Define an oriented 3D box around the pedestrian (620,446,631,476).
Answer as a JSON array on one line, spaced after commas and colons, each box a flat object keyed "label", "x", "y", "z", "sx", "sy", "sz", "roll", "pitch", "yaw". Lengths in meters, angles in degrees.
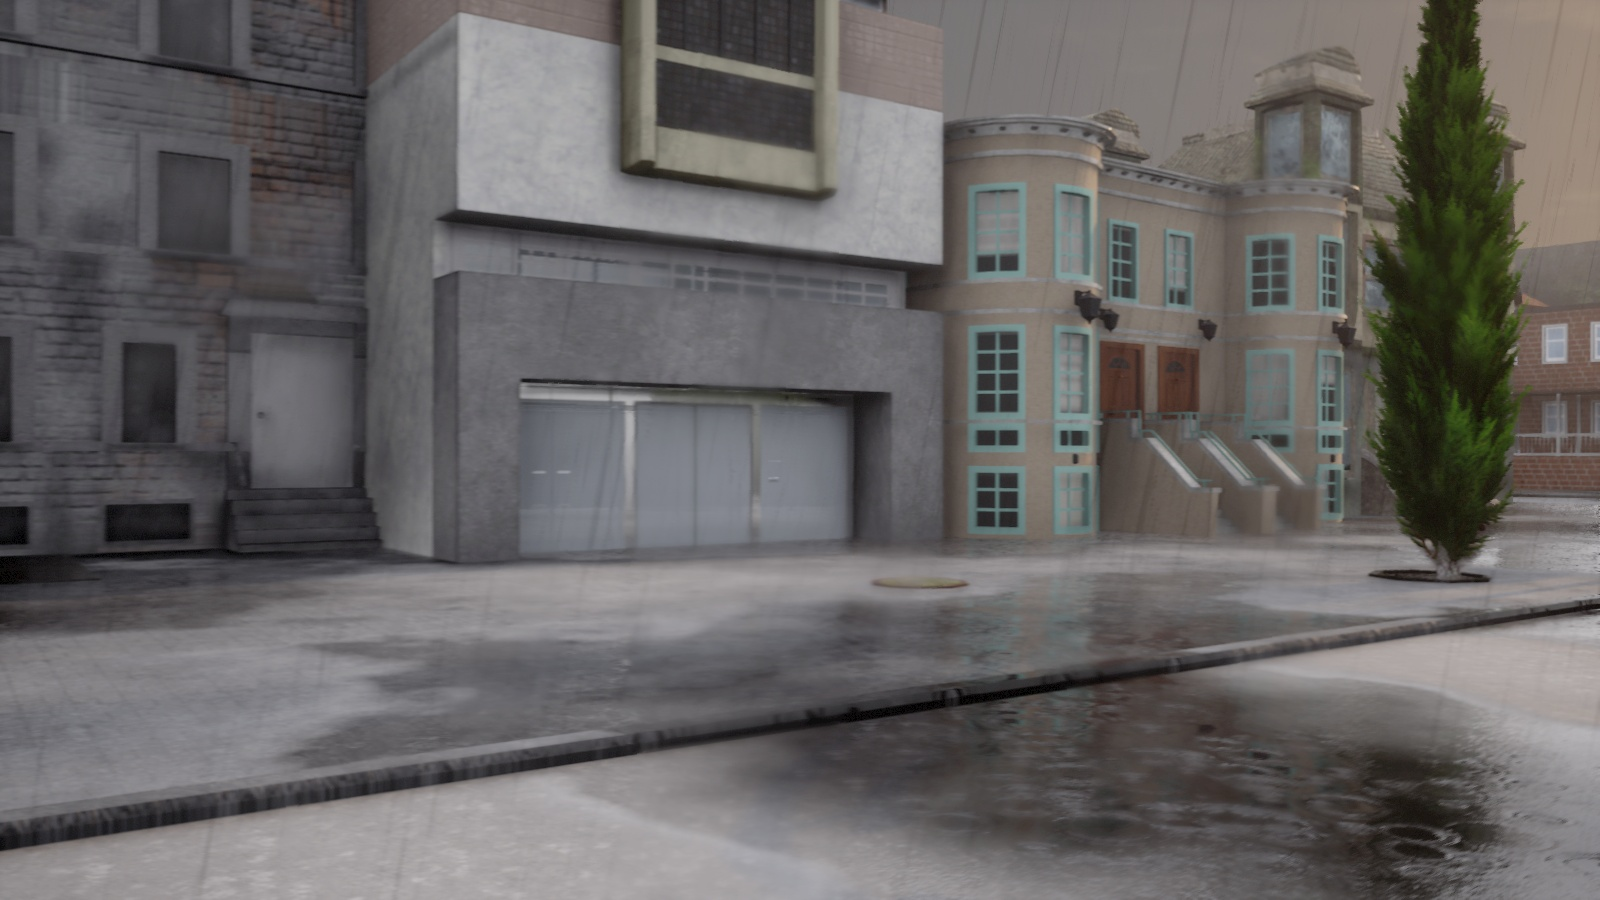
[{"label": "pedestrian", "x": -10.443, "y": 0.660, "z": 75.323, "sx": 0.354, "sy": 1.836, "sz": 0.706, "roll": 0, "pitch": 0, "yaw": -37}]
